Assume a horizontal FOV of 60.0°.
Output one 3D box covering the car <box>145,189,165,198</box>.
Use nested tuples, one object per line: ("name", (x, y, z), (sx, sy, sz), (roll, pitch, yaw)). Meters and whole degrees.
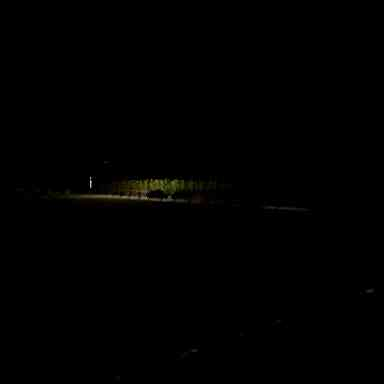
("car", (-7.508, 0.234, 67.687), (2.097, 1.767, 4.553), (0, 1, -36))

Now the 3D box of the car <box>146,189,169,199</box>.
("car", (-5.929, 0.535, 59.398), (1.812, 1.442, 4.674), (0, 1, -35))

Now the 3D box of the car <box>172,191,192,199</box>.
("car", (-1.861, 0.577, 59.820), (1.812, 1.442, 4.674), (0, 1, -35))

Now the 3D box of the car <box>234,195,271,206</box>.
("car", (7.323, 1.021, 40.700), (1.895, 1.301, 4.718), (0, 1, -35))
